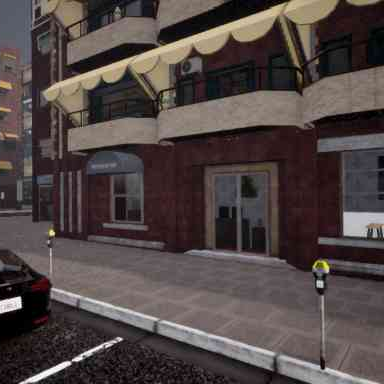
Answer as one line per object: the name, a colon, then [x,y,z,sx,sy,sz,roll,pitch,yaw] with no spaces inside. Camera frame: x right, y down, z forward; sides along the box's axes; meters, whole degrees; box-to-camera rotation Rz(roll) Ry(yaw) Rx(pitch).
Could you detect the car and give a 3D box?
car: [-4.164,1.567,5.706,4.313,1.339,1.947,0,-1,36]
